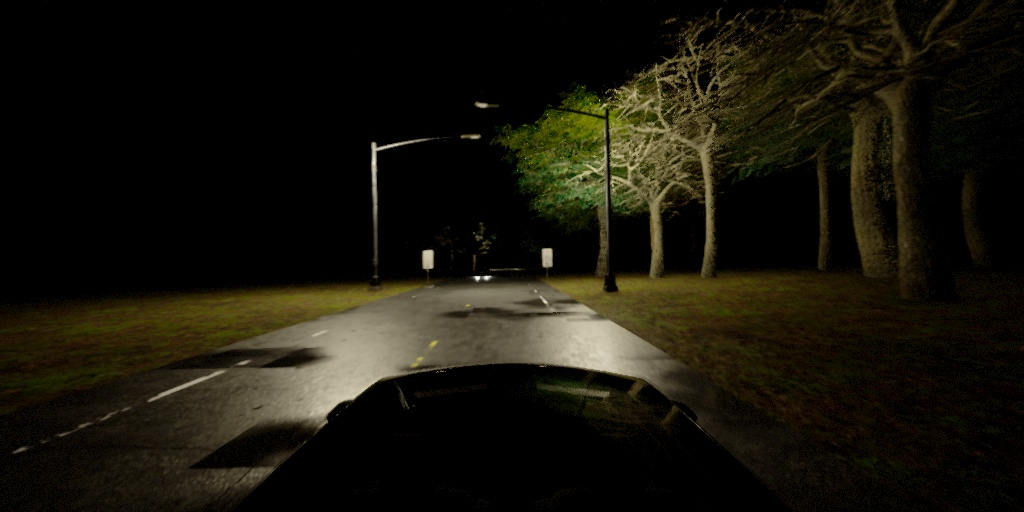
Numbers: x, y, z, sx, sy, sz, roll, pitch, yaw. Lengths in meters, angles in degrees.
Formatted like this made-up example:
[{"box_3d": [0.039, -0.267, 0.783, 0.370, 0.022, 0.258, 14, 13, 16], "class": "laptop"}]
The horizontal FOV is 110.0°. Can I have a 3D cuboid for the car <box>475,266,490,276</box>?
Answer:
[{"box_3d": [-4.085, 2.092, 50.217, 1.994, 1.385, 4.181, -1, -1, -1], "class": "car"}]
